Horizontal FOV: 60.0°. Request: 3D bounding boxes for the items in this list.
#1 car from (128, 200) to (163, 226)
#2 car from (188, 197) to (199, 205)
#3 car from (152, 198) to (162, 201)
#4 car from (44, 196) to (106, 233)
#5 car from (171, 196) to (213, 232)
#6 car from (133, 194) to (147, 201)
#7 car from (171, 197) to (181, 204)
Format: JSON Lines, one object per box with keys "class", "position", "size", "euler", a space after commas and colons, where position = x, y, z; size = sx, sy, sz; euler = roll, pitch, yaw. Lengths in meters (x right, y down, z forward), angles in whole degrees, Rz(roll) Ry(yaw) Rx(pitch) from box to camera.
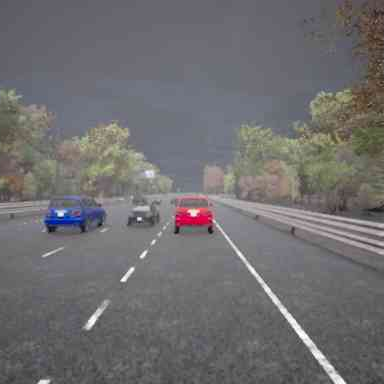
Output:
{"class": "car", "position": [-3.391, 1.573, 23.802], "size": [1.812, 1.442, 4.674], "euler": [0, 0, 0]}
{"class": "car", "position": [0.317, 1.697, 62.649], "size": [1.994, 1.385, 4.181], "euler": [0, 0, 0]}
{"class": "car", "position": [-6.676, 1.736, 63.043], "size": [1.895, 1.301, 4.718], "euler": [0, 0, 0]}
{"class": "car", "position": [-6.899, 1.263, 20.172], "size": [2.150, 2.045, 5.566], "euler": [0, 0, 0]}
{"class": "car", "position": [0.102, 1.264, 20.332], "size": [2.150, 2.045, 5.566], "euler": [0, 0, 0]}
{"class": "car", "position": [-10.162, 1.359, 65.171], "size": [2.150, 2.045, 5.566], "euler": [0, 0, 0]}
{"class": "car", "position": [-3.155, 1.645, 66.142], "size": [1.837, 1.490, 4.892], "euler": [0, -1, 0]}
